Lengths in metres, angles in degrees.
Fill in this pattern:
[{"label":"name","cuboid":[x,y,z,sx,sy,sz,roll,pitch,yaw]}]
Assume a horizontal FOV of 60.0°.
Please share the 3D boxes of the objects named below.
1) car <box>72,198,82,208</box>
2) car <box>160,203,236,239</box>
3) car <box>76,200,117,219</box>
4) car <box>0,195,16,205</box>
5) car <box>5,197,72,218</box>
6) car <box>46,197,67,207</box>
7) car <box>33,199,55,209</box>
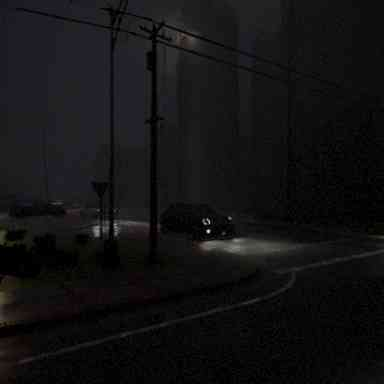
[{"label":"car","cuboid":[-16.677,1.542,46.962,2.128,1.511,4.902,0,0,-36]},{"label":"car","cuboid":[0.216,1.395,17.680,2.097,1.767,4.553,0,0,-36]},{"label":"car","cuboid":[-8.349,1.640,29.374,1.895,1.301,4.718,0,0,-36]},{"label":"car","cuboid":[-27.808,1.328,49.212,3.866,1.878,1.905,0,0,-36]},{"label":"car","cuboid":[-13.619,1.500,29.601,4.611,1.667,2.242,0,0,-36]},{"label":"car","cuboid":[-22.283,1.540,54.490,2.128,1.511,4.902,0,0,-36]},{"label":"car","cuboid":[-20.656,1.635,46.318,1.895,1.301,4.718,0,0,-36]}]
